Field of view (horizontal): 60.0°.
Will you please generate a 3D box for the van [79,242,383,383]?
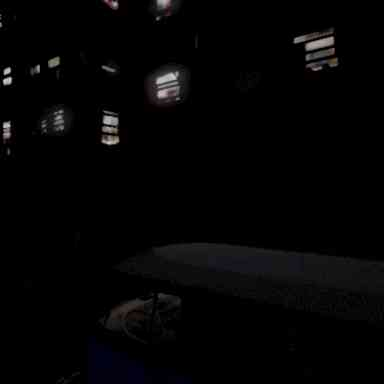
[{"bbox_3d":[0.941,1.351,2.190,3.998,1.788,1.690,0,0,36],"label":"van"}]
